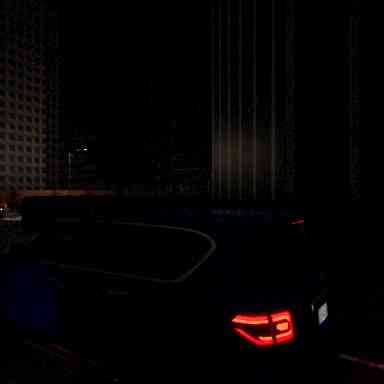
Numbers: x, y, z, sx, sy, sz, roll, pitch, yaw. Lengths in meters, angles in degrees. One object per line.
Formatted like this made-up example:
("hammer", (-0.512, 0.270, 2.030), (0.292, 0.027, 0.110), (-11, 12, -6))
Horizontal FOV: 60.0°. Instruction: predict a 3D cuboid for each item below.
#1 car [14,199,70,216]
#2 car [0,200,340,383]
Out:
("car", (-15.403, 1.533, 34.354), (1.882, 1.535, 5.008), (0, 0, 35))
("car", (-0.958, 1.221, 4.671), (5.566, 2.045, 2.150), (0, 0, 35))
